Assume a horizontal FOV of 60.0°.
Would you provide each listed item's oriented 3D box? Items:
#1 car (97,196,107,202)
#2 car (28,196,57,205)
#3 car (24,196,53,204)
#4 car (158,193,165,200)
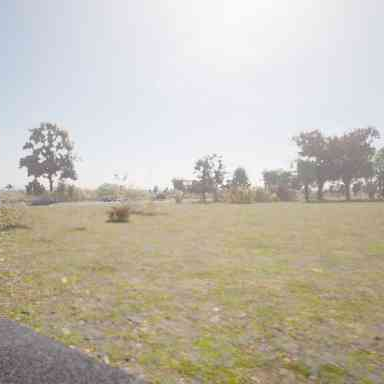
[{"bbox_3d":[-20.477,1.661,79.933,1.837,1.490,4.892,0,0,34],"label":"car"},{"bbox_3d":[-26.119,1.680,58.907,1.994,1.385,4.181,0,0,34],"label":"car"},{"bbox_3d":[-30.184,1.589,65.438,1.882,1.535,5.008,0,0,34],"label":"car"},{"bbox_3d":[-10.436,1.427,94.928,2.150,2.045,5.566,0,0,34],"label":"car"}]
